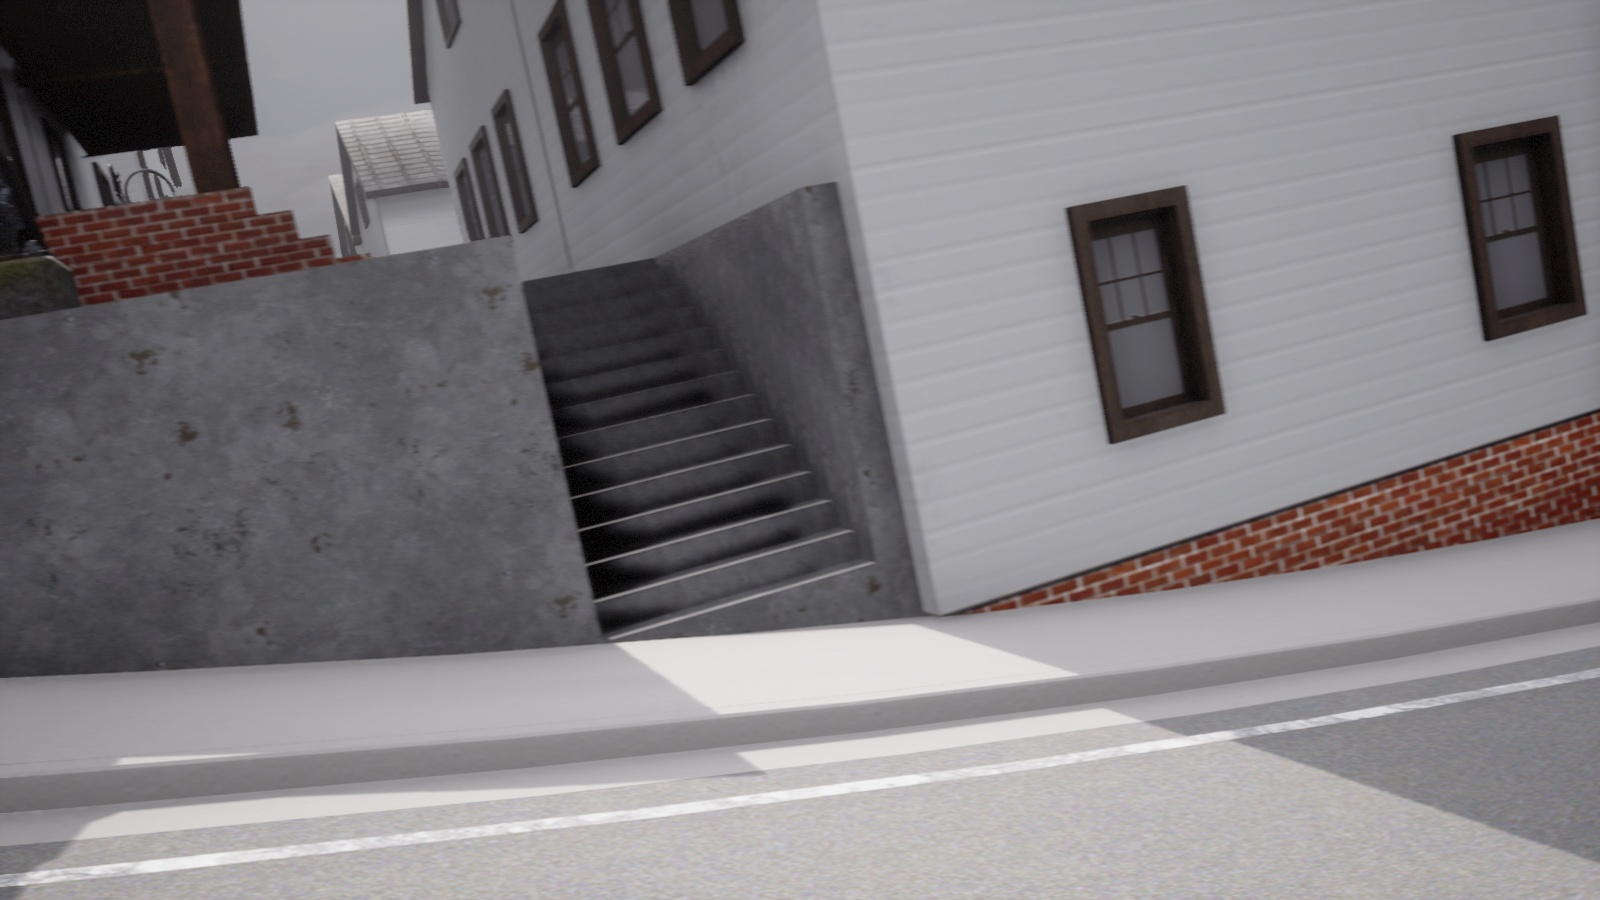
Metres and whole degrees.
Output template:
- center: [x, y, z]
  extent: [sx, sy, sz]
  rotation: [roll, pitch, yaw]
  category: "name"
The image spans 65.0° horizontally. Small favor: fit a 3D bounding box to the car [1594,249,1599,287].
- center: [17.844, -3.491, 23.558]
  extent: [2.007, 1.525, 4.514]
  rotation: [-15, 6, -20]
  category: "car"
